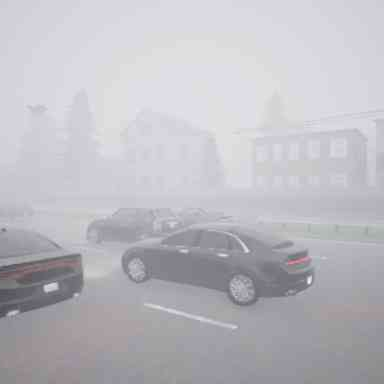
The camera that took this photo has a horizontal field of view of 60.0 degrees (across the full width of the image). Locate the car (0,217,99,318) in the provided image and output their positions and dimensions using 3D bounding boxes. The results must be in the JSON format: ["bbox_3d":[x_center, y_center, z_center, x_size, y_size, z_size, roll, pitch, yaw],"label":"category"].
[{"bbox_3d":[-4.436,1.493,7.160,5.008,1.535,1.882,0,0,36],"label":"car"}]

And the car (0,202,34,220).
[{"bbox_3d":[-15.063,1.547,27.644,4.902,1.511,2.128,0,0,36],"label":"car"}]

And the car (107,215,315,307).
[{"bbox_3d":[0.361,1.513,8.036,4.892,1.490,1.837,0,0,36],"label":"car"}]

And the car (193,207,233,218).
[{"bbox_3d":[-0.170,1.510,17.014,4.902,1.511,2.128,0,0,36],"label":"car"}]

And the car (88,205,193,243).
[{"bbox_3d":[-2.515,1.372,14.390,4.553,1.767,2.097,0,0,36],"label":"car"}]
